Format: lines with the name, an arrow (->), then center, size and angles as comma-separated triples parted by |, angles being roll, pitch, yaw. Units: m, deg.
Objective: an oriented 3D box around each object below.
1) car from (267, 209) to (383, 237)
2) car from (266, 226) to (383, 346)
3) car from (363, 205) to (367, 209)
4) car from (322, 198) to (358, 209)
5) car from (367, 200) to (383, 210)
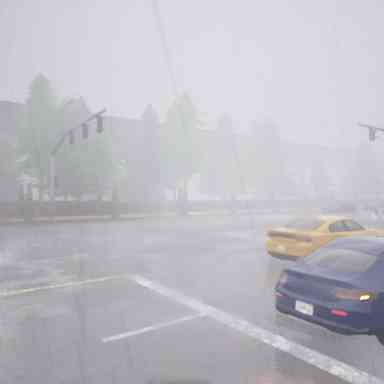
car -> 4.713, 1.543, 11.410 | 5.008, 1.535, 1.882 | 0, 0, -35
car -> 3.545, 1.565, 6.281 | 4.674, 1.442, 1.812 | 0, 0, -35
car -> 23.731, 1.798, 42.396 | 4.674, 1.442, 1.812 | 0, 0, -35
car -> 16.553, 1.572, 37.291 | 4.553, 1.767, 2.097 | 0, 0, -35
car -> 22.013, 1.734, 36.910 | 4.902, 1.511, 2.128 | 0, 0, -37
